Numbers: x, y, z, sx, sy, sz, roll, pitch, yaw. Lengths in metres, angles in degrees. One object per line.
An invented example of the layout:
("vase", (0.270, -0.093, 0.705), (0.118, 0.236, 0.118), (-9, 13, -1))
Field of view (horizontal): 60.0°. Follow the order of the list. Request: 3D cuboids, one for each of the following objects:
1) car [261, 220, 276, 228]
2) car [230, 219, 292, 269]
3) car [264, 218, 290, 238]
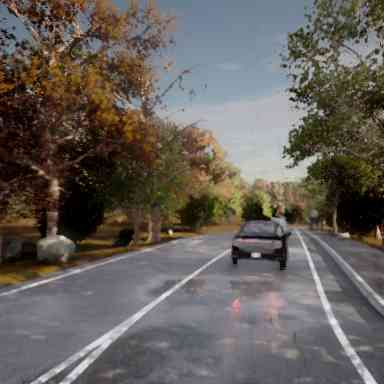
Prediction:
("car", (14.819, 6.217, 64.203), (2.033, 1.411, 5.357), (0, -5, 21))
("car", (2.695, 1.861, 12.681), (2.128, 1.511, 4.902), (0, -3, 17))
("car", (7.109, 2.939, 27.555), (1.812, 1.442, 4.674), (0, -5, 17))
